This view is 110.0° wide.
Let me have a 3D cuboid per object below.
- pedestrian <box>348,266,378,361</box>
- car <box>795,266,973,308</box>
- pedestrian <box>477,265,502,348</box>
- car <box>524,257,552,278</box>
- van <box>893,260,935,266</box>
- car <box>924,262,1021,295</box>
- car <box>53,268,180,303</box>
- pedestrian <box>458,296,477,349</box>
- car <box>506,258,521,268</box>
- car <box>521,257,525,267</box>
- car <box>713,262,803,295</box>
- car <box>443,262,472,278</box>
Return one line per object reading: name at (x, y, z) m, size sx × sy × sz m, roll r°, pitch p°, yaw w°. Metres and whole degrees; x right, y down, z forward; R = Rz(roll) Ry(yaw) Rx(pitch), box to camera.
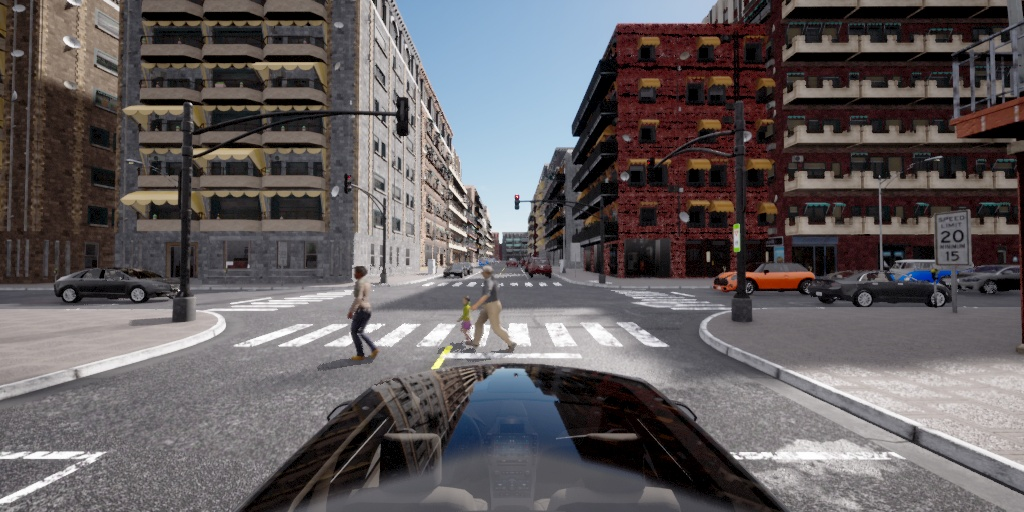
pedestrian at (-2.869, 1.046, 6.838) m, size 0.375 × 1.860 × 0.375 m, roll 1°, pitch -1°, yaw 0°
car at (13.758, 1.185, 13.501) m, size 4.403 × 1.370 × 2.007 m, roll 0°, pitch 0°, yaw 0°
pedestrian at (-0.456, 1.044, 7.434) m, size 0.375 × 1.860 × 0.375 m, roll 1°, pitch -1°, yaw 0°
car at (2.603, 1.077, 33.806) m, size 2.192 × 1.841 × 5.009 m, roll 0°, pitch 0°, yaw 0°
van at (24.925, 1.115, 21.340) m, size 3.998 × 1.789 × 1.690 m, roll 0°, pitch 0°, yaw 0°
car at (25.511, 1.213, 18.885) m, size 4.902 × 1.511 × 2.128 m, roll 0°, pitch -1°, yaw 1°
car at (-17.343, 1.281, 16.087) m, size 4.892 × 1.490 × 1.837 m, roll 0°, pitch -1°, yaw -1°
pedestrian at (-0.934, 1.422, 8.025) m, size 0.500 × 1.100 × 0.500 m, roll 1°, pitch -1°, yaw 0°
car at (0.070, 1.174, 63.365) m, size 2.097 × 1.767 × 4.553 m, roll 0°, pitch 0°, yaw 0°
car at (2.615, 1.086, 44.930) m, size 2.192 × 1.841 × 5.009 m, roll 0°, pitch 0°, yaw 0°
car at (13.223, 1.103, 18.964) m, size 4.553 × 1.767 × 2.097 m, roll 0°, pitch -1°, yaw 1°
car at (-5.278, 1.328, 33.770) m, size 1.948 × 1.339 × 4.313 m, roll 0°, pitch 0°, yaw 0°
